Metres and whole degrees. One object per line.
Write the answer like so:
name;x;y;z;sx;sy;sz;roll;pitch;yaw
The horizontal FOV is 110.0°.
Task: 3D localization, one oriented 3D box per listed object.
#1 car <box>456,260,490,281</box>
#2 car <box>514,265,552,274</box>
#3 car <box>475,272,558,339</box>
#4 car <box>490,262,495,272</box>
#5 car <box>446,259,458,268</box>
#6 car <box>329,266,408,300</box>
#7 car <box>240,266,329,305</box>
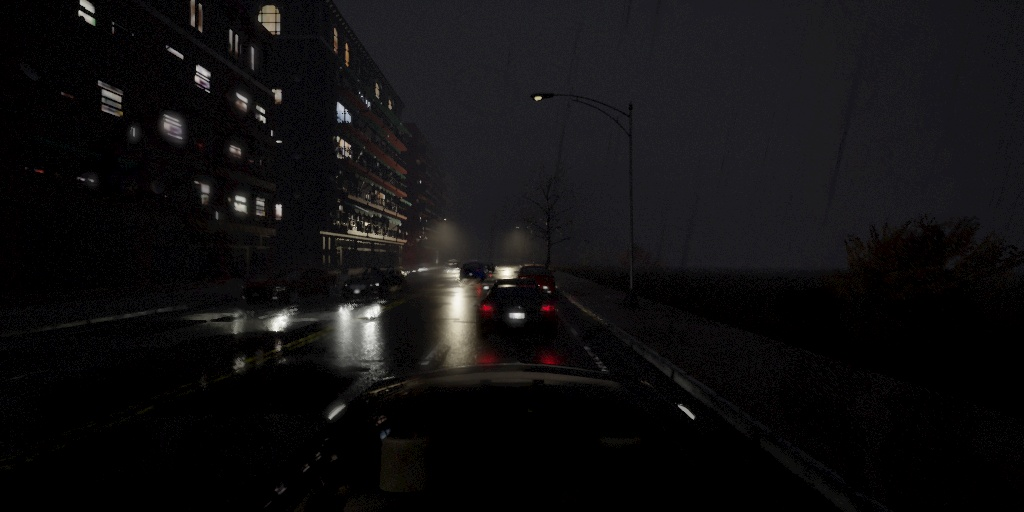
car;-3.125;1.230;29.650;1.882;1.535;5.008;0;0;0
car;1.153;1.230;18.996;1.882;1.535;5.008;0;0;0
car;0.110;1.315;10.076;1.994;1.385;4.181;0;0;0
car;-3.109;1.352;45.102;1.895;1.301;4.718;0;0;0
car;-9.774;1.243;59.850;2.128;1.511;4.902;0;0;0
car;-6.585;1.243;17.685;2.128;1.511;4.902;0;0;0
car;-9.837;1.229;16.272;1.882;1.535;5.008;0;0;0
